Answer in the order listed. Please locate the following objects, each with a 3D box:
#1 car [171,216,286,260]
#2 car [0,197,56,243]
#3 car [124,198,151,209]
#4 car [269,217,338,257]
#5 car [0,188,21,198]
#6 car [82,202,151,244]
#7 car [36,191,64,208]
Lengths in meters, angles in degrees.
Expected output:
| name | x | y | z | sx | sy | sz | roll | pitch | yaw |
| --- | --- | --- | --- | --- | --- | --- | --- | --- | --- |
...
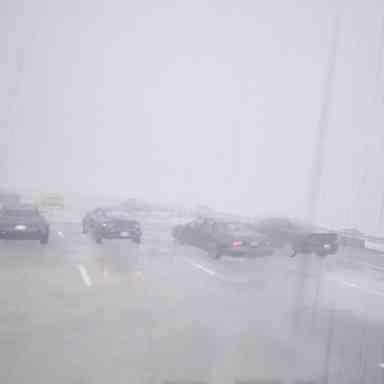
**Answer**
| name | x | y | z | sx | sy | sz | roll | pitch | yaw |
| --- | --- | --- | --- | --- | --- | --- | --- | --- | --- |
| car | 0.957 | 1.691 | 13.259 | 2.033 | 1.411 | 5.357 | 4 | 0 | -26 |
| car | -6.877 | 1.147 | 13.352 | 1.994 | 1.385 | 4.181 | 4 | 0 | -28 |
| car | -5.530 | 1.313 | 32.329 | 1.812 | 1.442 | 4.674 | 5 | 0 | -33 |
| car | 4.097 | 1.855 | 14.917 | 1.882 | 1.535 | 5.008 | 5 | 0 | -25 |
| car | -17.295 | 0.414 | 31.105 | 1.882 | 1.535 | 5.008 | 5 | -1 | -34 |
| car | -3.589 | 1.351 | 14.666 | 1.812 | 1.442 | 4.674 | 5 | 0 | -27 |
| car | -13.822 | 0.670 | 32.255 | 1.882 | 1.535 | 5.008 | 5 | -1 | -34 |
